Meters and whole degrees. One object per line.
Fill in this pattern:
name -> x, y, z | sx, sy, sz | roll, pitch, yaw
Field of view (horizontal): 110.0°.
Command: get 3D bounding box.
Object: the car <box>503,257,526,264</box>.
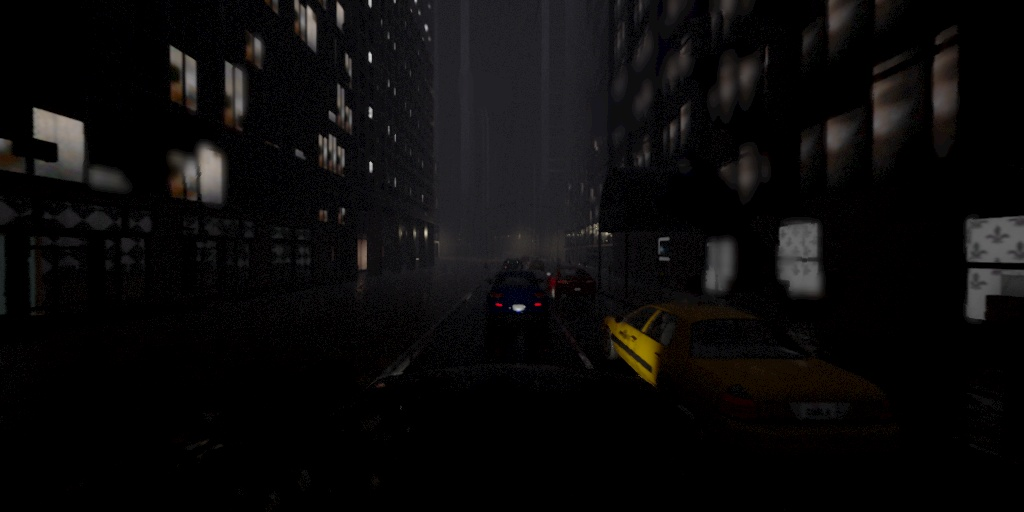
car -> 0.095, 1.010, 34.191 | 1.895, 1.301, 4.718 | 0, 1, 0

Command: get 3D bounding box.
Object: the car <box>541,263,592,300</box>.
car -> 2.560, 1.144, 16.235 | 1.888, 1.381, 4.507 | 0, 0, 0

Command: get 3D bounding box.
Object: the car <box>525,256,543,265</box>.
car -> 2.552, 0.889, 38.609 | 1.751, 1.417, 4.829 | 0, 0, 0

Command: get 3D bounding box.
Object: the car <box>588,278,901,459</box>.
car -> 2.564, 1.240, 5.303 | 1.751, 1.417, 4.829 | 0, 0, 0

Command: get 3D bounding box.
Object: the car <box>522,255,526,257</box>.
car -> 2.550, 0.855, 43.990 | 2.007, 1.370, 4.403 | 0, 0, 0

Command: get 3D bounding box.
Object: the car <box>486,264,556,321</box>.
car -> 0.121, 1.170, 11.774 | 1.812, 1.442, 4.674 | 0, 1, -1
